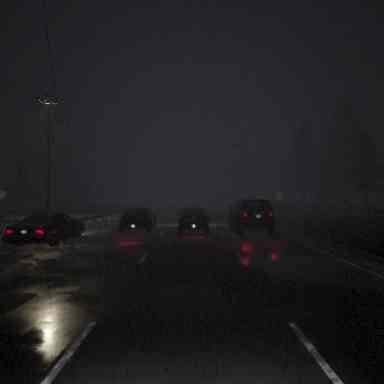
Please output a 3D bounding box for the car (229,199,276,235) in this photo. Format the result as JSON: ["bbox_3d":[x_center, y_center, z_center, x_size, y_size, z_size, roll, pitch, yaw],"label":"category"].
[{"bbox_3d":[3.602,1.442,20.682,2.150,2.045,5.566,0,-1,0],"label":"car"}]

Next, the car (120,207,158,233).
[{"bbox_3d":[-3.398,1.735,21.580,1.837,1.490,4.892,0,-1,0],"label":"car"}]

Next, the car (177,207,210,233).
[{"bbox_3d":[0.102,1.736,21.599,1.837,1.490,4.892,0,-1,0],"label":"car"}]

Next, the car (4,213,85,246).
[{"bbox_3d":[-6.898,1.720,16.158,2.033,1.411,5.357,0,-1,0],"label":"car"}]
